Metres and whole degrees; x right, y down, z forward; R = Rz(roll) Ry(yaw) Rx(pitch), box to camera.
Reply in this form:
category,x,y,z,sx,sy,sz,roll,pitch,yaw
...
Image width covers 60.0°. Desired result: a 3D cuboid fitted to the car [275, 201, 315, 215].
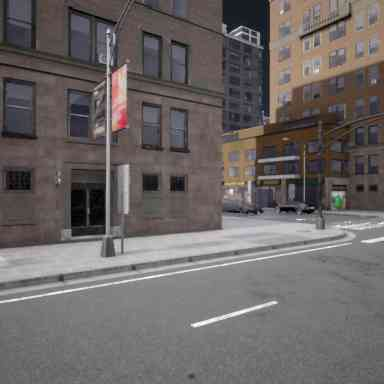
category,x,y,z,sx,sy,sz,roll,pitch,yaw
car,10.549,1.580,34.313,1.947,1.339,4.313,0,0,-35

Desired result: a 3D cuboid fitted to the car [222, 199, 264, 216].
category,x,y,z,sx,sy,sz,roll,pitch,yaw
car,4.660,1.539,33.134,2.033,1.411,5.357,0,0,-35

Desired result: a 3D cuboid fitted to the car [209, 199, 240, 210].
category,x,y,z,sx,sy,sz,roll,pitch,yaw
car,4.182,1.594,43.311,1.802,1.307,4.206,0,0,-35
